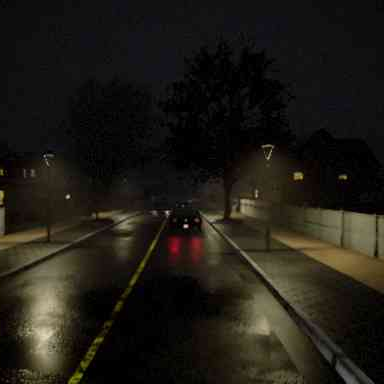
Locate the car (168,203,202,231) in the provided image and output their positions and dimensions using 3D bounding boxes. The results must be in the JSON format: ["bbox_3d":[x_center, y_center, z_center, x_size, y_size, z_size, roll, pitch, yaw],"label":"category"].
[{"bbox_3d":[-0.420,1.622,20.780,1.895,1.301,4.718,0,0,-2],"label":"car"}]

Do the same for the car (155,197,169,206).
[{"bbox_3d":[-4.165,1.441,46.463,1.882,1.535,5.008,0,0,-2],"label":"car"}]

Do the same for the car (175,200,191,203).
[{"bbox_3d":[-1.090,1.640,40.061,1.994,1.385,4.181,0,0,-2],"label":"car"}]
